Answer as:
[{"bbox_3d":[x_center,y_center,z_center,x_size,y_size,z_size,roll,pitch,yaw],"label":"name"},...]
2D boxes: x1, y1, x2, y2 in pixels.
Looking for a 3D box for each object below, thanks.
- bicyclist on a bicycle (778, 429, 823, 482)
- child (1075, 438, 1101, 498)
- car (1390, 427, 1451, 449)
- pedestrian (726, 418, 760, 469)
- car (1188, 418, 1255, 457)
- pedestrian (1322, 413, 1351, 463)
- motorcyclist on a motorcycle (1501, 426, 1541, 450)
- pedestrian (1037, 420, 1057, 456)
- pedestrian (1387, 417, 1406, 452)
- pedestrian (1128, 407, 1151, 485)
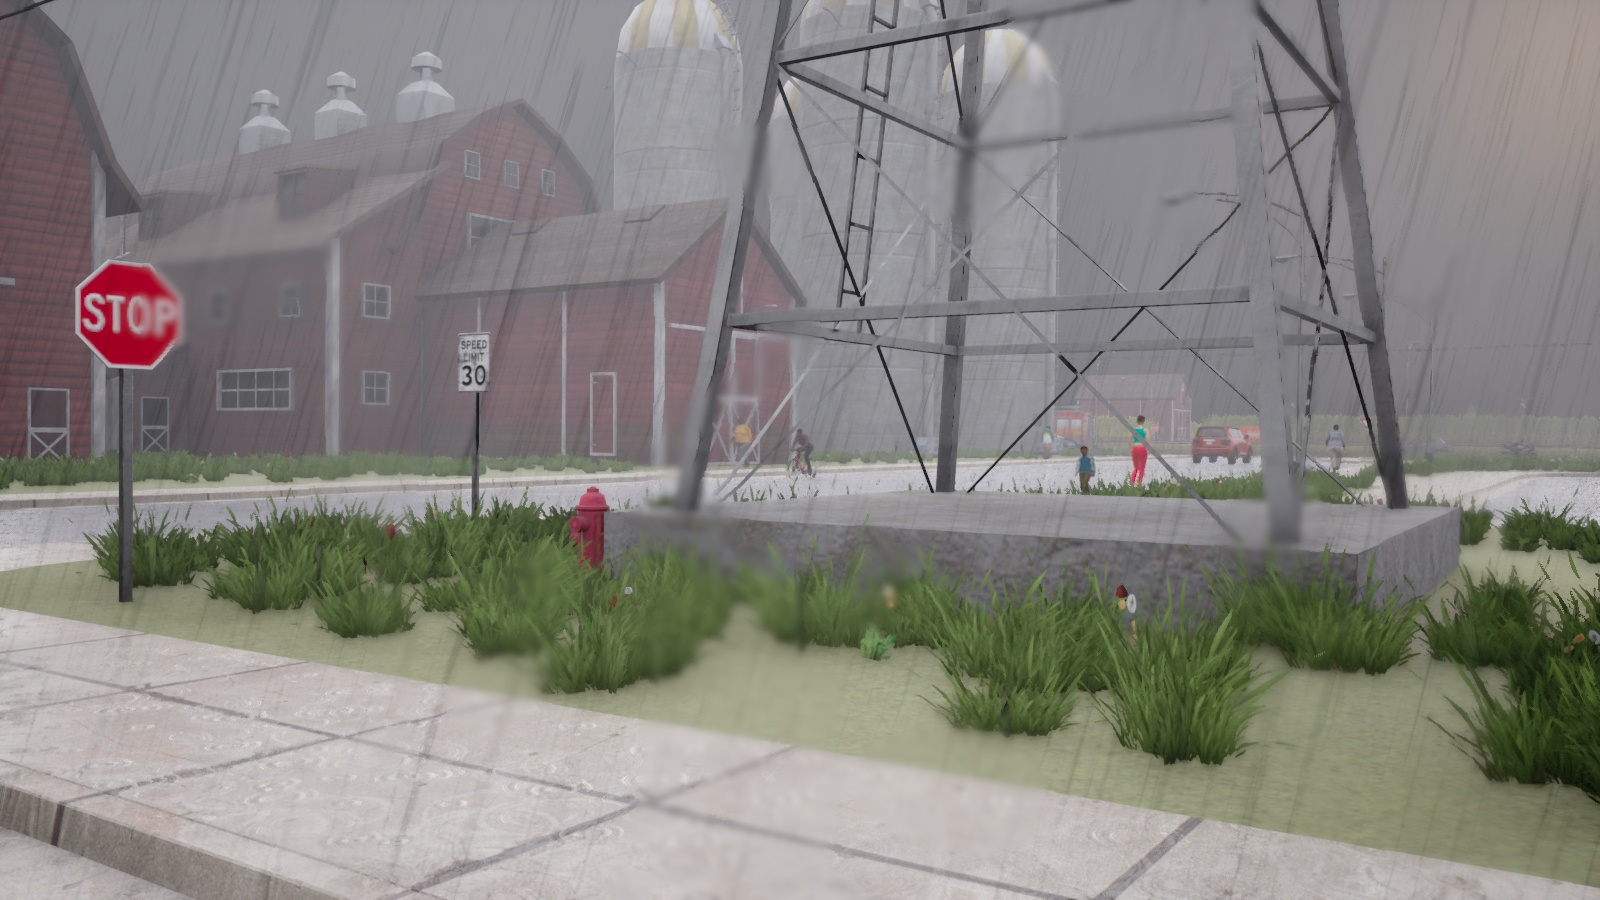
[{"bbox_3d":[0.036,0.150,39.073,0.582,1.620,1.656,0,1,33],"label":"bicyclist on a bicycle"},{"bbox_3d":[5.856,0.365,25.552,0.343,1.192,0.448,0,1,41],"label":"child"},{"bbox_3d":[43.315,-0.843,87.689,3.633,1.501,1.845,0,1,33],"label":"car"},{"bbox_3d":[-2.111,-0.232,46.360,0.874,1.855,0.900,0,1,35],"label":"pedestrian"},{"bbox_3d":[23.068,-0.695,68.609,2.150,2.045,5.566,0,1,33],"label":"car"},{"bbox_3d":[20.281,-0.445,47.482,0.874,1.855,0.900,0,1,30],"label":"pedestrian"},{"bbox_3d":[46.656,-0.766,81.297,2.191,1.530,0.866,0,1,33],"label":"motorcyclist on a motorcycle"},{"bbox_3d":[13.533,-0.674,68.719,0.873,1.952,0.659,-1,1,-40],"label":"pedestrian"},{"bbox_3d":[31.765,-0.814,66.863,0.874,1.855,0.900,0,1,26],"label":"pedestrian"},{"bbox_3d":[8.164,-0.100,30.195,0.345,1.836,0.594,0,1,33],"label":"pedestrian"}]
